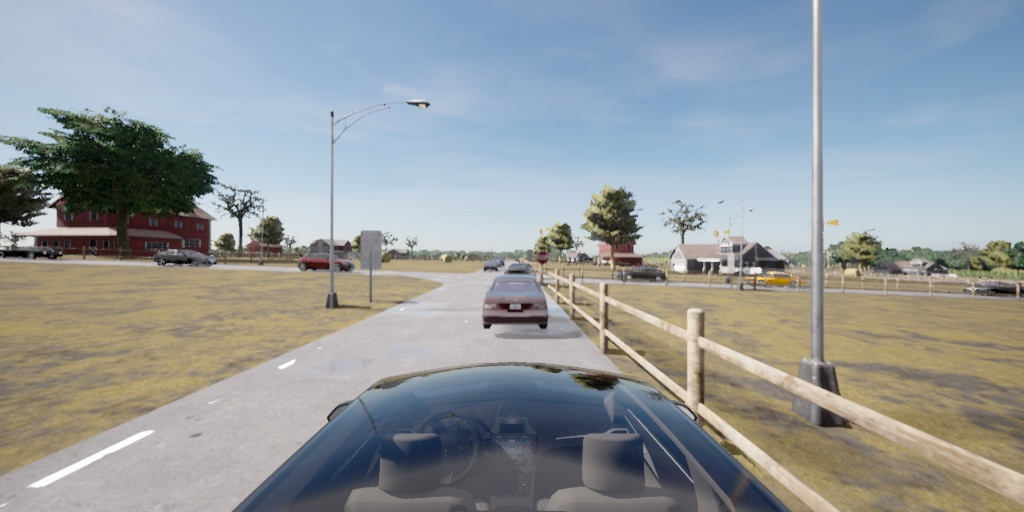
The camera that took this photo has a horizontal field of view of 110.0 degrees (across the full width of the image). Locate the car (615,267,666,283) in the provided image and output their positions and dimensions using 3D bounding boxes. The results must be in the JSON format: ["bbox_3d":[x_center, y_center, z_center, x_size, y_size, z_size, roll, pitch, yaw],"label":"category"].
[{"bbox_3d":[12.705,1.817,35.384,4.892,1.490,1.837,2,0,-2],"label":"car"}]

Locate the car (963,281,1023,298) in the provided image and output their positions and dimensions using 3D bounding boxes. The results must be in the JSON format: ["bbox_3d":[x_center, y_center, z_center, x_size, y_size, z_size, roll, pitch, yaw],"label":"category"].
[{"bbox_3d":[47.650,3.244,35.385,4.902,1.511,2.128,3,0,0],"label":"car"}]

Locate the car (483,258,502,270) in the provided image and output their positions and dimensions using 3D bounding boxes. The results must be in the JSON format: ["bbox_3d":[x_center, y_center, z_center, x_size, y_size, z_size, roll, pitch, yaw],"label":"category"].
[{"bbox_3d":[-2.836,1.334,49.023,2.033,1.411,5.357,0,0,0],"label":"car"}]

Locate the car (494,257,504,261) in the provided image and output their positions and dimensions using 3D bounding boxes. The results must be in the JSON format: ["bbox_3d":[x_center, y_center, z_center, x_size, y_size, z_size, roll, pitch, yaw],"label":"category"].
[{"bbox_3d":[-2.809,1.330,60.896,1.812,1.442,4.674,0,1,0],"label":"car"}]

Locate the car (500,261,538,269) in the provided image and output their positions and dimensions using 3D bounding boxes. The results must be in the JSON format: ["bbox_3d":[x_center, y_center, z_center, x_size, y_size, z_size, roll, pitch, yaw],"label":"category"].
[{"bbox_3d":[0.713,1.267,26.106,1.837,1.490,4.892,-1,0,10],"label":"car"}]

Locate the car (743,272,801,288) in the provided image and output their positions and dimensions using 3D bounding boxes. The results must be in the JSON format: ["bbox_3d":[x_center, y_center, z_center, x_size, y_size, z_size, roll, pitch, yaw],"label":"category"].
[{"bbox_3d":[25.633,2.309,35.445,5.008,1.535,1.882,1,0,0],"label":"car"}]

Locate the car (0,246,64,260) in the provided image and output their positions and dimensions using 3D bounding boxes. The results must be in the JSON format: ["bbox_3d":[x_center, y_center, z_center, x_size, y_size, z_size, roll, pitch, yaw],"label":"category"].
[{"bbox_3d":[-47.516,-0.341,35.319,4.718,1.301,1.895,2,0,0],"label":"car"}]

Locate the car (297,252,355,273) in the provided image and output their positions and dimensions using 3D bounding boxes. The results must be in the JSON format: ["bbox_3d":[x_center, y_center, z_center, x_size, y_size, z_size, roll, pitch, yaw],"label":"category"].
[{"bbox_3d":[-16.694,0.524,32.451,4.553,1.767,2.097,2,0,0],"label":"car"}]

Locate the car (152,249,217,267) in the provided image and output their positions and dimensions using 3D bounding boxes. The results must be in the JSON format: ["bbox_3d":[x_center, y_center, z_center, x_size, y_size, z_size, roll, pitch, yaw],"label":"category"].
[{"bbox_3d":[-29.504,0.188,32.440,4.902,1.511,2.128,2,0,0],"label":"car"}]

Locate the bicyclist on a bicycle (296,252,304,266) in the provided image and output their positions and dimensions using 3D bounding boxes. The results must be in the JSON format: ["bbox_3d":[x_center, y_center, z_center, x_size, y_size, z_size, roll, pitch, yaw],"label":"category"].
[{"bbox_3d":[-22.613,0.422,38.430,0.582,1.620,1.656,2,0,0],"label":"bicyclist on a bicycle"}]

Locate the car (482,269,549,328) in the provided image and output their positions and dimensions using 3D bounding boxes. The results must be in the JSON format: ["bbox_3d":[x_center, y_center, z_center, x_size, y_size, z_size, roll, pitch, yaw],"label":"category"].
[{"bbox_3d":[0.094,1.295,11.364,2.033,1.411,5.357,0,0,0],"label":"car"}]
